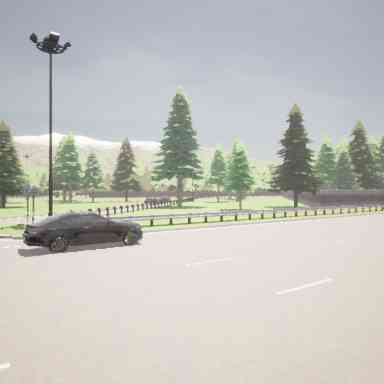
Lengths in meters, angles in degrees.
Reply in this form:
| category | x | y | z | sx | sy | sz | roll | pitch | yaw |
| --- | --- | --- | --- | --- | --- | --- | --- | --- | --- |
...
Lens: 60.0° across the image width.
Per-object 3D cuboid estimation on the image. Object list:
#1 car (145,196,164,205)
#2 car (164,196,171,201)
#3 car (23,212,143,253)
| category | x | y | z | sx | sy | sz | roll | pitch | yaw |
| --- | --- | --- | --- | --- | --- | --- | --- | --- | --- |
| car | -6.789 | 1.491 | 57.289 | 2.128 | 1.511 | 4.902 | 0 | 0 | 6 |
| car | -5.586 | 1.525 | 69.768 | 1.812 | 1.442 | 4.674 | 0 | 0 | 5 |
| car | -4.291 | 1.525 | 13.573 | 4.674 | 1.442 | 1.812 | 0 | 0 | -35 |
